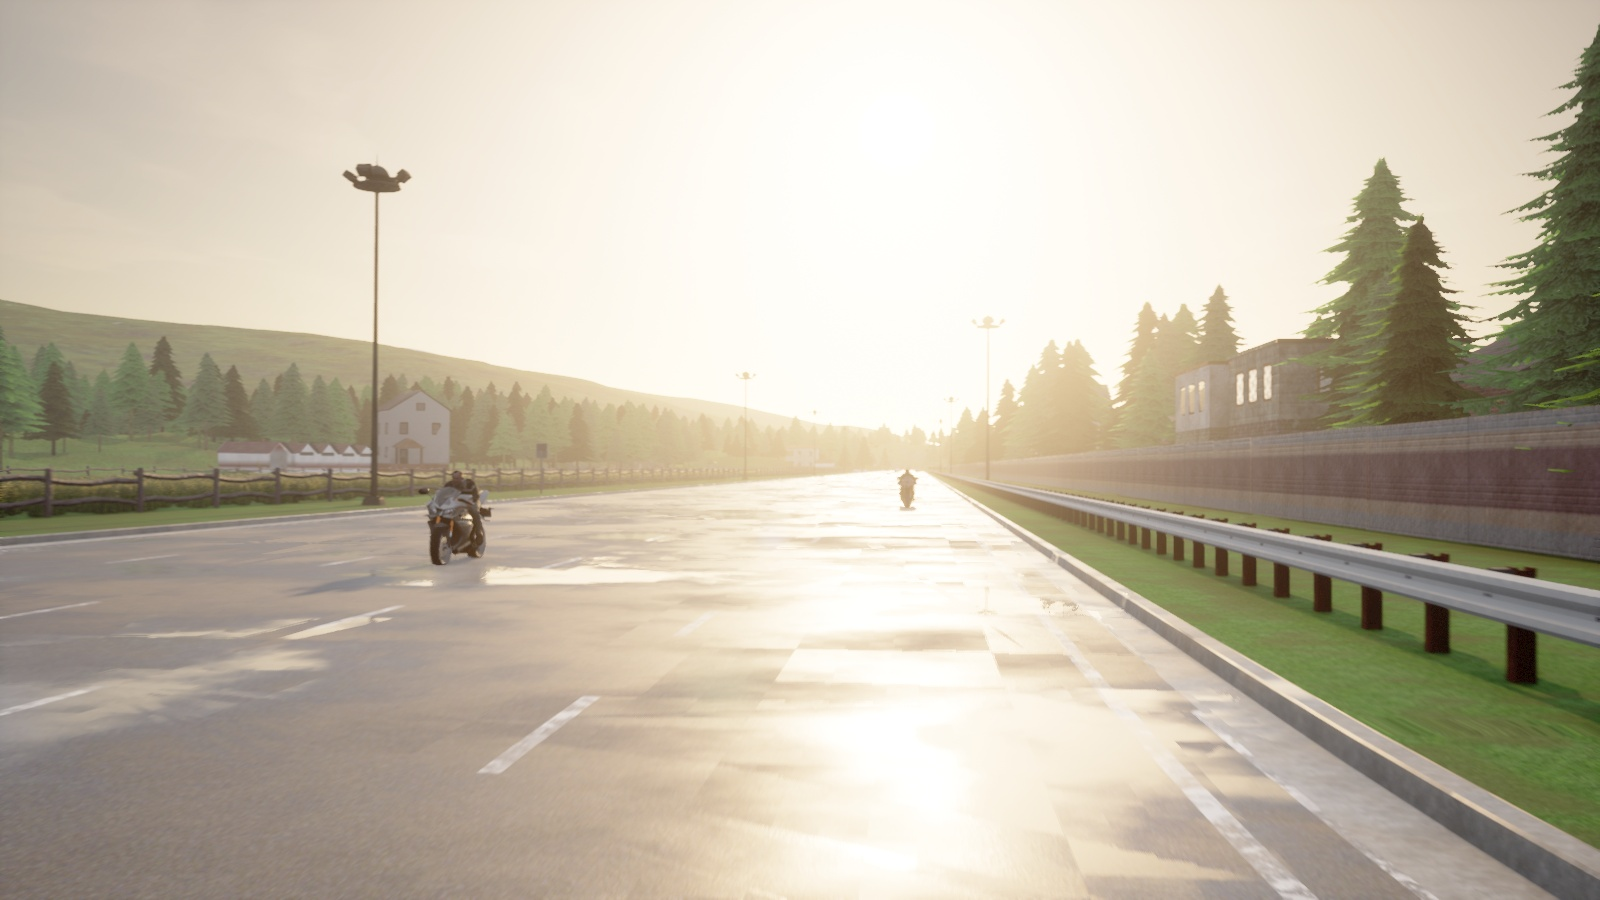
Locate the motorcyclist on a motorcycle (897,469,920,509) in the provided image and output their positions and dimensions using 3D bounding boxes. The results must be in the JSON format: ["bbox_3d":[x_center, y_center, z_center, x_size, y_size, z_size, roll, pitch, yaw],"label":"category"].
[{"bbox_3d":[4.274,1.501,49.180,0.866,1.530,2.191,0,-1,5],"label":"motorcyclist on a motorcycle"}]

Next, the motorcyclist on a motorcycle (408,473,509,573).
[{"bbox_3d":[-5.516,1.140,20.462,0.866,1.530,2.191,0,-1,5],"label":"motorcyclist on a motorcycle"}]
